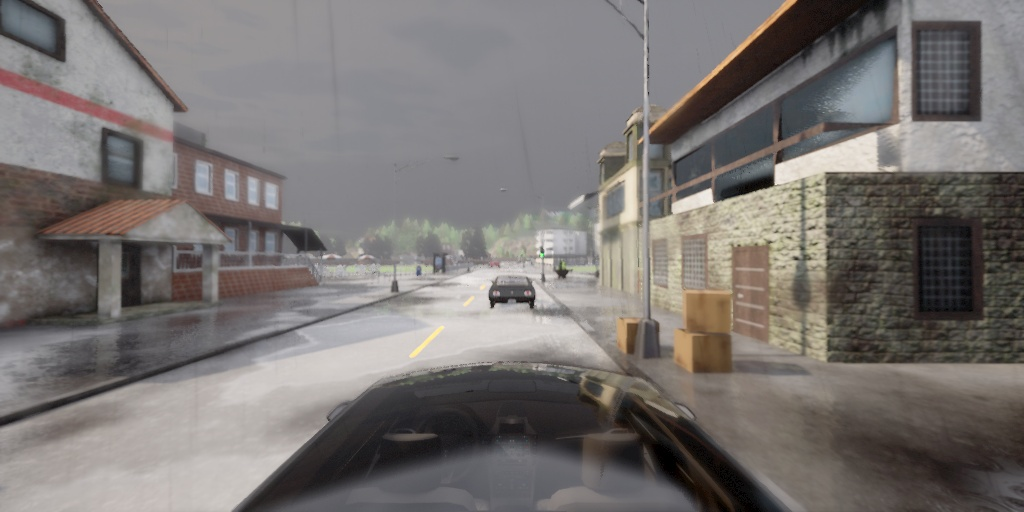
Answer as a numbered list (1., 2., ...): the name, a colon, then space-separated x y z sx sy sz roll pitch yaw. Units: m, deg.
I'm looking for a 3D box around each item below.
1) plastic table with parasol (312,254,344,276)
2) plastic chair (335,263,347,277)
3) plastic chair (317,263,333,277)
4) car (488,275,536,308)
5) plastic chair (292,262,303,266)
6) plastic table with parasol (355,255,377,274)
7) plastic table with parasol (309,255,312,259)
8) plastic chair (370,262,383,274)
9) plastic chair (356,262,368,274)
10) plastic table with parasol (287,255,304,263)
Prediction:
1. plastic table with parasol: -19.910 1.032 39.646 2.482 2.480 2.482 0 0 0
2. plastic chair: -18.690 1.635 39.525 0.730 1.272 0.750 0 0 0
3. plastic chair: -19.990 1.624 38.326 0.750 1.272 0.730 0 0 0
4. car: 0.006 1.485 15.960 1.895 1.301 4.718 0 -1 0
5. plastic chair: -25.688 1.664 42.628 0.730 1.272 0.750 0 0 0
6. plastic table with parasol: -19.156 1.106 47.465 2.482 2.480 2.482 0 0 0
7. plastic table with parasol: -27.786 1.119 48.878 2.482 2.480 2.482 0 0 0
8. plastic chair: -17.887 1.709 47.324 0.730 1.272 0.750 0 0 0
9. plastic chair: -19.187 1.697 46.125 0.750 1.272 0.730 0 0 0
10. plastic table with parasol: -26.888 1.061 42.678 2.482 2.480 2.482 0 0 0
